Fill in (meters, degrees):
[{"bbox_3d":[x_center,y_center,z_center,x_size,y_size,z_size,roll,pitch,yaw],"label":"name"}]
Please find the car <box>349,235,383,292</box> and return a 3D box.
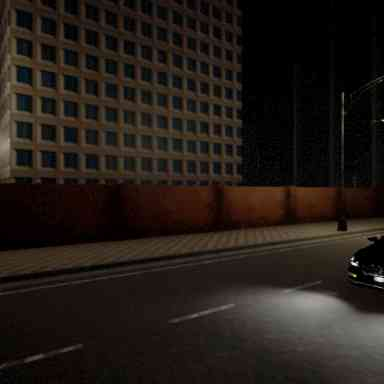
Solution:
[{"bbox_3d":[5.739,1.498,8.070,4.892,1.490,1.837,0,0,-35],"label":"car"}]
